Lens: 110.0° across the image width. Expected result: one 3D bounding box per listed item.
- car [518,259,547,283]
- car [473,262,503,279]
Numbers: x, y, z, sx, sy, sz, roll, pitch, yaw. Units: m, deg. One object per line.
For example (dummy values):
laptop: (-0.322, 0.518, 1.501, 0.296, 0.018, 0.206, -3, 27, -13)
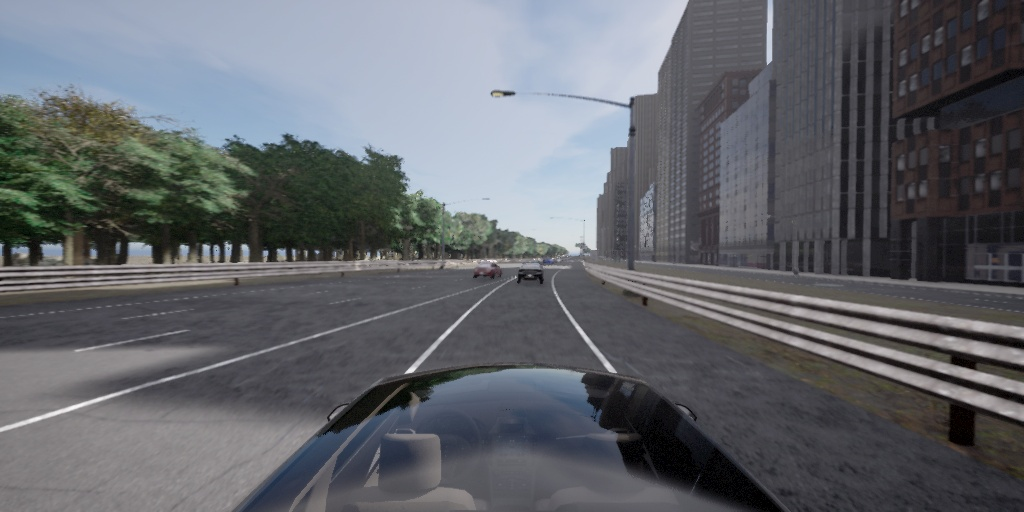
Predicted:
car: (1.558, 1.273, 28.374, 1.882, 1.535, 5.008, 0, 0, 6)
car: (-2.139, 1.292, 32.354, 1.812, 1.442, 4.674, 1, 0, 11)
